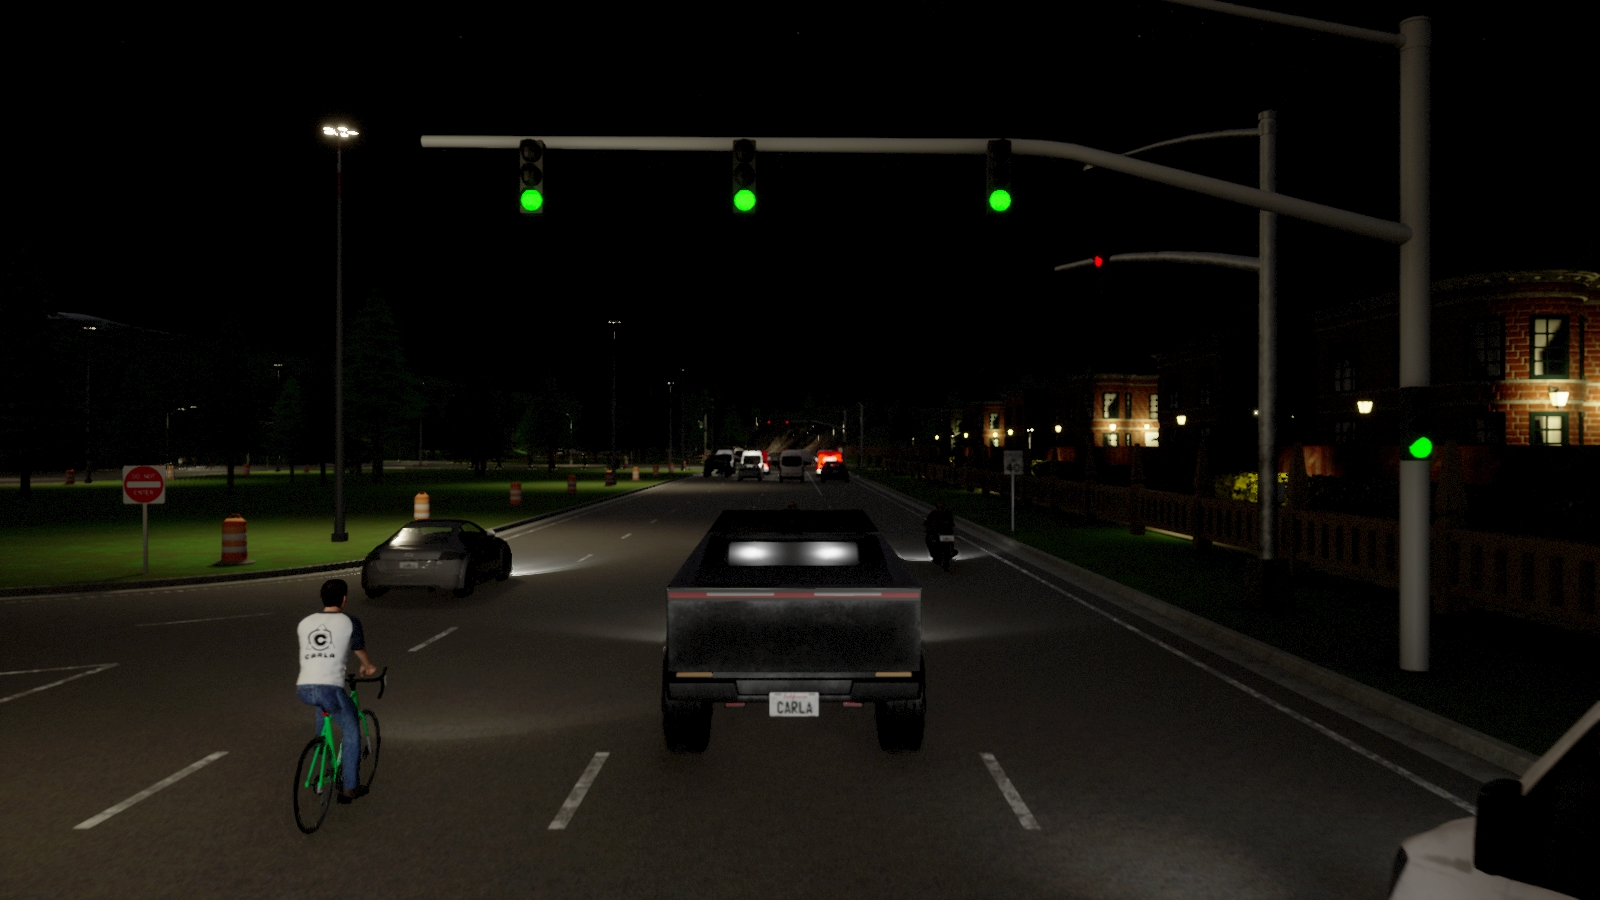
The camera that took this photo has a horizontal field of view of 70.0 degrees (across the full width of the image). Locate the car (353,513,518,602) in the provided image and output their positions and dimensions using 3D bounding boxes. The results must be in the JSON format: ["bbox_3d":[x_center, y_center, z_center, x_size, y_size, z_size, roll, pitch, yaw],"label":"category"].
[{"bbox_3d":[-7.149,2.066,22.856,1.994,1.385,4.181,0,0,0],"label":"car"}]

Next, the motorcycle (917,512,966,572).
[{"bbox_3d":[3.321,2.143,26.952,0.867,1.251,2.209,0,0,0],"label":"motorcycle"}]

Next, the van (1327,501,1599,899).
[{"bbox_3d":[3.476,1.526,2.435,1.988,2.561,5.915,0,0,0],"label":"van"}]

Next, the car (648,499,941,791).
[{"bbox_3d":[-0.071,1.723,12.455,2.390,2.098,6.274,0,0,0],"label":"car"}]

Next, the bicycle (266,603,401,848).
[{"bbox_3d":[-3.542,2.034,8.798,0.373,1.496,1.643,0,0,0],"label":"bicycle"}]
